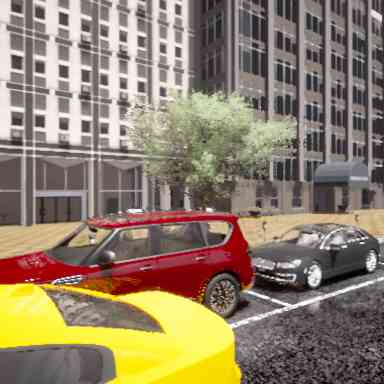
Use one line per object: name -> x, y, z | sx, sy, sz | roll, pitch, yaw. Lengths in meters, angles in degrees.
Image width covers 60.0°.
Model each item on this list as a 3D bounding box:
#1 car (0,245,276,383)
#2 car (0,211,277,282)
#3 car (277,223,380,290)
car -> -1.926, 1.478, 2.004 | 5.008, 1.535, 1.882 | 0, 0, -36
car -> -1.099, 1.315, 5.779 | 5.009, 1.841, 2.192 | 0, 0, -36
car -> 3.398, 1.549, 8.987 | 4.403, 1.369, 2.008 | 0, 0, -36
